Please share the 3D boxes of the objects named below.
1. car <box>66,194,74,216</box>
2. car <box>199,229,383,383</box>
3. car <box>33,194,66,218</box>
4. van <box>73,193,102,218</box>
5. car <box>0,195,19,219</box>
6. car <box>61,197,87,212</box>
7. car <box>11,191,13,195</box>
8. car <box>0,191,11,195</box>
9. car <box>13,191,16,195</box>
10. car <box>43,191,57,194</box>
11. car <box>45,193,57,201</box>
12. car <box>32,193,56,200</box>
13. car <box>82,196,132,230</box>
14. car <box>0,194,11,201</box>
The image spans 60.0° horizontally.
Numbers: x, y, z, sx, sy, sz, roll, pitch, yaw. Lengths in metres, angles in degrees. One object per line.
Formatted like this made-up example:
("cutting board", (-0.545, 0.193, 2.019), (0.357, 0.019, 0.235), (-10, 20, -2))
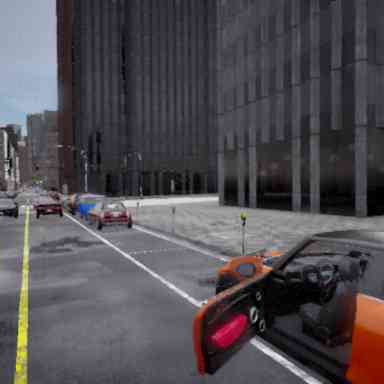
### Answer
("car", (-9.795, 1.026, 29.326), (2.192, 1.841, 5.009), (-1, 1, -26))
("car", (2.116, 1.266, 4.299), (2.097, 1.767, 4.553), (-1, 1, -26))
("car", (-11.852, 1.236, 27.412), (1.882, 1.535, 5.008), (-1, 1, -26))
("van", (-7.352, 1.091, 24.370), (1.690, 1.788, 3.998), (-1, 1, -26))
("car", (-14.954, 1.280, 26.585), (1.882, 1.535, 5.008), (-1, 1, -26))
("car", (-12.234, 1.223, 34.286), (2.008, 1.369, 4.403), (-1, 1, -26))
("car", (-36.772, 0.874, 64.802), (2.192, 1.841, 5.009), (-1, 1, -26))
("car", (-34.278, 0.908, 59.740), (2.192, 1.841, 5.009), (-1, 1, -26))
("car", (-44.248, 1.031, 79.993), (1.947, 1.339, 4.313), (-1, 1, -26))
("car", (-26.627, 0.776, 63.496), (2.192, 1.841, 5.009), (-1, 1, -26))
("car", (-29.117, 0.993, 68.563), (1.947, 1.339, 4.313), (-1, 1, -26))
("car", (-16.509, 1.179, 36.722), (2.128, 1.511, 4.902), (-1, 1, -26))
("car", (-4.909, 1.229, 19.416), (1.967, 1.590, 4.097), (-1, 1, -26))
("car", (-39.260, 1.091, 69.868), (1.947, 1.339, 4.313), (-1, 1, -26))
